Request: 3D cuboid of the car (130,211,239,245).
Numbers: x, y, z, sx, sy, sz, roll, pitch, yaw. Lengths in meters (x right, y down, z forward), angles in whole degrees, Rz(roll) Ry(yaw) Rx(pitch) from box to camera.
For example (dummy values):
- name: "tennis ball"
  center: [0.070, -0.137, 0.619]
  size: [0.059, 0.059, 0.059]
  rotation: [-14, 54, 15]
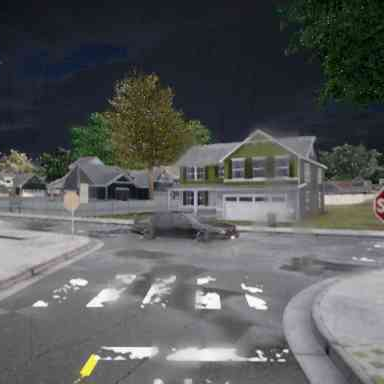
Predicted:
- name: "car"
  center: [-0.481, 1.651, 16.076]
  size: [5.357, 1.411, 2.033]
  rotation: [-1, -1, 31]
